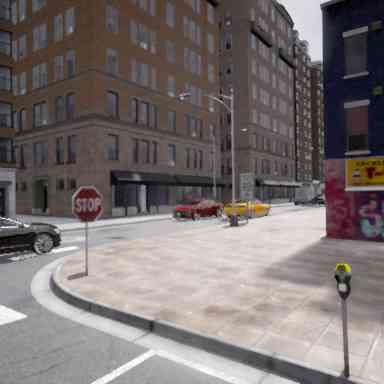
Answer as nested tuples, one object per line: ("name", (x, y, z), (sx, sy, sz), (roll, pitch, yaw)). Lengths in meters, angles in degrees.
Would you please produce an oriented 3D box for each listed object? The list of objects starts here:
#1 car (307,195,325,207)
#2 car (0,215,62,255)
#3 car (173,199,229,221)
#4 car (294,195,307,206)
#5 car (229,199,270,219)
("car", (17.080, 1.113, 43.496), (1.837, 1.490, 4.892), (-1, 0, 36))
("car", (-6.584, 1.422, 10.523), (2.128, 1.511, 4.902), (-1, 0, 36))
("car", (0.534, 1.299, 25.518), (1.882, 1.535, 5.008), (-1, 0, 36))
("car", (16.092, 1.196, 47.011), (2.033, 1.411, 5.357), (-1, 0, 36))
("car", (4.456, 1.225, 25.914), (1.882, 1.535, 5.008), (-1, 0, 36))
